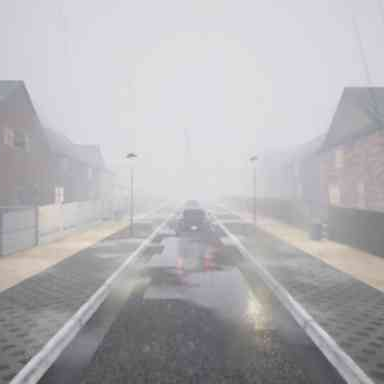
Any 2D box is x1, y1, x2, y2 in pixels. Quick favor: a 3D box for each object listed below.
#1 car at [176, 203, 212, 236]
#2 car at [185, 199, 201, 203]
[{"bbox_3d":[0.093,1.546,18.289,1.812,1.442,4.674,0,0,0],"label":"car"},{"bbox_3d":[0.079,1.573,40.278,1.812,1.442,4.674,0,0,0],"label":"car"}]
